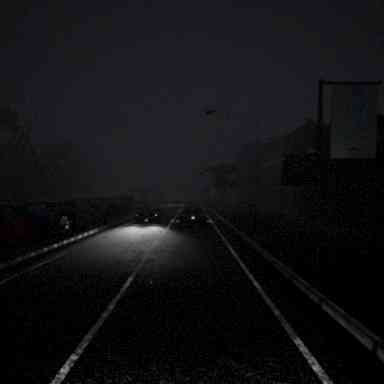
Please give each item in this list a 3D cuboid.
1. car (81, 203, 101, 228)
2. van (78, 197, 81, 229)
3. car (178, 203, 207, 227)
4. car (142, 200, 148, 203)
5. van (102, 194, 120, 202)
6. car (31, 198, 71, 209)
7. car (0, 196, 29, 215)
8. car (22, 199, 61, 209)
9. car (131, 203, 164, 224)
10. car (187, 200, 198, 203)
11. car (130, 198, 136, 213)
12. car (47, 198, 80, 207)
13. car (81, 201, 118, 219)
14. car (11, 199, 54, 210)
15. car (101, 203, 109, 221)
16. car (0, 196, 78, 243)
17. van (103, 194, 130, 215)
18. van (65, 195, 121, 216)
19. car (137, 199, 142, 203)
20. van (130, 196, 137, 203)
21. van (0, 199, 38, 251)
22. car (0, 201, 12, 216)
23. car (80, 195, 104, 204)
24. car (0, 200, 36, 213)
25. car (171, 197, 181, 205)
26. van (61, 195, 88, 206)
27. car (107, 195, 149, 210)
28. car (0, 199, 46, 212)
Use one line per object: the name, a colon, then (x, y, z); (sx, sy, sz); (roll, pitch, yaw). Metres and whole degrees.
car: (-8.980, 1.677, 21.999); (4.892, 1.521, 2.231); (0, 0, 0)
van: (-9.083, 1.430, 19.193); (4.442, 1.987, 1.878); (0, 0, 0)
car: (0.075, 1.741, 24.620); (1.994, 1.385, 4.181); (0, 0, 0)
car: (-8.841, 1.741, 44.432); (5.366, 1.575, 1.946); (0, 0, 0)
van: (-22.099, 1.596, 90.742); (4.442, 1.987, 1.878); (0, 0, 0)
car: (-21.938, 1.753, 51.885); (5.366, 1.575, 1.946); (0, 0, 0)
car: (-22.062, 1.486, 38.008); (5.566, 2.045, 2.435); (0, 0, 0)
car: (-22.147, 1.782, 49.110); (4.792, 1.488, 2.163); (0, 0, 0)
car: (-3.377, 1.790, 26.827); (1.895, 1.301, 4.718); (0, 0, 0)
car: (0.057, 1.774, 42.135); (1.812, 1.442, 4.674); (0, 0, 0)
car: (-9.001, 1.733, 36.022); (5.008, 1.535, 2.097); (0, 0, 0)
car: (-22.108, 1.793, 57.437); (4.792, 1.488, 2.163); (0, 0, 0)
car: (-9.016, 1.740, 27.610); (4.792, 1.488, 2.163); (0, 0, 0)
car: (-22.117, 1.750, 46.335); (4.892, 1.521, 2.231); (0, 0, 0)
car: (-8.977, 1.735, 24.802); (4.674, 1.452, 2.002); (0, 0, 0)
car: (-8.932, 1.380, 16.393); (5.566, 2.045, 2.435); (0, -1, 0)
van: (-8.883, 1.502, 33.216); (4.442, 1.987, 1.878); (0, 0, 0)
van: (-9.110, 1.493, 30.414); (4.442, 1.987, 1.878); (0, 0, 0)
car: (-9.023, 1.780, 41.629); (4.674, 1.452, 2.002); (0, 0, 0)
van: (-9.130, 1.511, 38.826); (4.442, 1.987, 1.878); (0, 0, 0)
van: (-9.070, 1.379, 13.589); (4.442, 1.987, 1.878); (0, -1, 0)
car: (-22.079, 1.734, 35.233); (4.892, 1.521, 2.231); (0, 0, 0)
car: (-22.208, 1.663, 74.090); (4.553, 1.767, 2.185); (0, 0, 0)
car: (-22.103, 1.741, 40.783); (5.008, 1.535, 2.097); (0, 0, 0)
car: (-3.320, 1.752, 68.097); (1.882, 1.535, 5.008); (0, 0, 0)
van: (-22.267, 1.545, 62.987); (4.442, 1.987, 1.878); (0, 0, 0)
car: (-9.005, 1.497, 47.236); (5.566, 2.045, 2.435); (0, 0, 0)
car: (-22.110, 1.745, 43.559); (5.008, 1.535, 2.097); (0, 0, 0)
